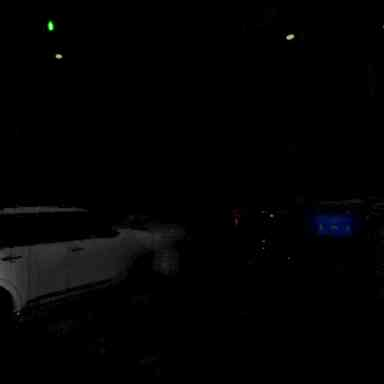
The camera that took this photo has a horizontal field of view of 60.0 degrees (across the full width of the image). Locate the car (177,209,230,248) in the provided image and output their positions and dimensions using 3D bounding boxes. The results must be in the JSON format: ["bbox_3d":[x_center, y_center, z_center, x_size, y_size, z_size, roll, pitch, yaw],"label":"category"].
[{"bbox_3d":[-0.287,1.683,15.407,1.994,1.385,4.181,-2,-1,36],"label":"car"}]

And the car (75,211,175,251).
[{"bbox_3d":[-3.032,1.728,16.165,1.752,1.417,4.829,-2,-1,36],"label":"car"}]

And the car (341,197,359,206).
[{"bbox_3d":[28.119,1.670,59.122,2.008,1.369,4.403,-2,-1,36],"label":"car"}]

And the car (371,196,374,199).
[{"bbox_3d":[37.108,1.647,71.523,1.887,1.381,4.507,-2,-1,36],"label":"car"}]

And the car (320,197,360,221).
[{"bbox_3d":[12.281,1.344,27.478,2.097,1.767,4.553,-2,-1,36],"label":"car"}]

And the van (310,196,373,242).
[{"bbox_3d":[7.136,1.271,15.671,1.690,1.788,3.998,-2,-1,36],"label":"van"}]

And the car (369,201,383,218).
[{"bbox_3d":[16.673,1.483,28.816,1.802,1.307,4.206,-2,-1,36],"label":"car"}]

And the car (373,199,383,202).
[{"bbox_3d":[13.495,1.455,24.433,1.887,1.381,4.507,-2,-1,36],"label":"car"}]

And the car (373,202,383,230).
[{"bbox_3d":[10.318,1.486,20.050,1.947,1.339,4.313,-2,-1,36],"label":"car"}]

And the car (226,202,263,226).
[{"bbox_3d":[3.284,1.726,24.865,1.887,1.381,4.507,-2,-1,36],"label":"car"}]

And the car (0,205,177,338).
[{"bbox_3d":[-2.942,1.266,6.475,2.150,2.045,5.566,-2,-1,36],"label":"car"}]

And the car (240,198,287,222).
[{"bbox_3d":[6.382,1.487,29.151,2.192,1.841,5.009,-2,-1,36],"label":"car"}]

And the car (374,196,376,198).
[{"bbox_3d":[43.500,1.644,80.339,2.008,1.369,4.403,-2,-1,36],"label":"car"}]

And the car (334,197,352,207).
[{"bbox_3d":[24.914,1.651,54.703,1.752,1.417,4.829,-2,-1,36],"label":"car"}]

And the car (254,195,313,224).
[{"bbox_3d":[7.244,1.313,25.816,2.150,2.045,5.566,-2,-1,36],"label":"car"}]

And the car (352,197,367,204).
[{"bbox_3d":[33.913,1.659,67.115,2.008,1.369,4.403,-2,-1,36],"label":"car"}]
